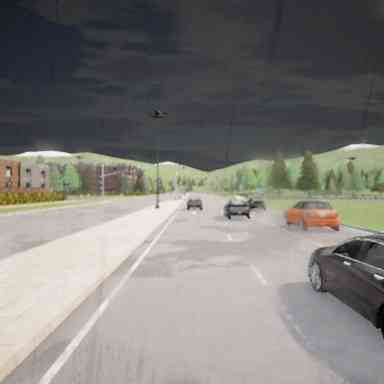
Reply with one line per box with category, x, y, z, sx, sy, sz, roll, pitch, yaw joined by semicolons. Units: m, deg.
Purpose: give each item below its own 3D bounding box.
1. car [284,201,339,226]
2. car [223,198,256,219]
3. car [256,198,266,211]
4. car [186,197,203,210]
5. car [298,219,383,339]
car;7.202;1.312;20.456;2.097;1.767;4.553;0;0;0
car;3.739;1.430;28.355;2.128;1.511;4.902;0;0;0
car;7.290;1.423;38.565;1.837;1.490;4.892;0;0;0
car;0.304;1.399;41.420;2.128;1.511;4.902;0;0;0
car;3.646;1.494;5.892;1.837;1.490;4.892;0;0;0
